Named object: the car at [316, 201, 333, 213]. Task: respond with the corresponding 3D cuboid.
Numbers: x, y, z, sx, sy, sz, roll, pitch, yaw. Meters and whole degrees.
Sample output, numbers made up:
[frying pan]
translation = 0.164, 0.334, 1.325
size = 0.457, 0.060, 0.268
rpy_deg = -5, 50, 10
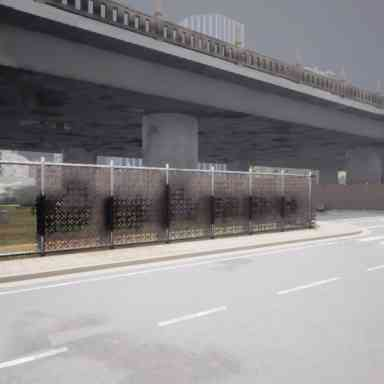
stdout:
[car]
translation = 12.441, 1.547, 36.150
size = 2.033, 1.411, 5.357
rpy_deg = 0, 0, -36
